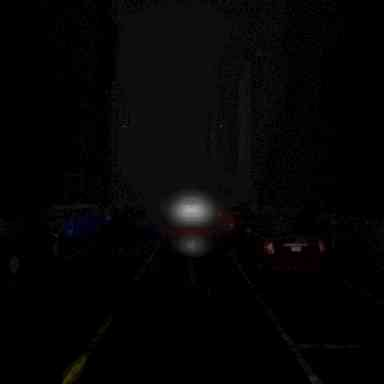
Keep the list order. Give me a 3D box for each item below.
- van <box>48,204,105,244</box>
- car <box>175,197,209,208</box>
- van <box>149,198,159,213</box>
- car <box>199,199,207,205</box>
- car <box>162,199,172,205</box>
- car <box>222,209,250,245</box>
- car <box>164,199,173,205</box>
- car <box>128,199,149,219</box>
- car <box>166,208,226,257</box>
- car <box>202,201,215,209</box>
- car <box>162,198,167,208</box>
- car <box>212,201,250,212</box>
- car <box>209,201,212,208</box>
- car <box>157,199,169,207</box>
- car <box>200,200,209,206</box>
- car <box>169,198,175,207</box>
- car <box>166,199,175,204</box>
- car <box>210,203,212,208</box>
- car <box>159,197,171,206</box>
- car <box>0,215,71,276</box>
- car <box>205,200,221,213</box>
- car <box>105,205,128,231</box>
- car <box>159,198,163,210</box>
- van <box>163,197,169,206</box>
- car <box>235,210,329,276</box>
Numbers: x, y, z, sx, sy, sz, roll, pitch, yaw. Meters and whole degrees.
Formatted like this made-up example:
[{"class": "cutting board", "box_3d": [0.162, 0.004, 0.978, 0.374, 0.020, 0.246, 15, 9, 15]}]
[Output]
[{"class": "van", "box_3d": [-5.773, 1.510, 16.356, 1.690, 1.788, 3.998, 0, -1, 0]}, {"class": "car", "box_3d": [-0.003, 1.510, 27.581, 2.150, 2.045, 5.566, 0, 0, 0]}, {"class": "van", "box_3d": [-5.785, 1.801, 44.538, 1.690, 1.788, 3.998, 0, -1, 0]}, {"class": "car", "box_3d": [2.722, 2.465, 83.999, 1.802, 1.307, 4.206, 0, -1, 0]}, {"class": "car", "box_3d": [-5.800, 2.387, 78.354, 1.947, 1.339, 4.313, 0, -1, 0]}, {"class": "car", "box_3d": [2.753, 1.736, 16.367, 1.947, 1.339, 4.313, 0, -1, 0]}, {"class": "car", "box_3d": [-5.803, 2.448, 83.990, 1.947, 1.339, 4.313, 0, -1, 0]}, {"class": "car", "box_3d": [-5.780, 1.783, 33.264, 1.967, 1.590, 4.097, 0, -1, 0]}, {"class": "car", "box_3d": [0.015, 1.633, 13.502, 2.128, 1.511, 4.902, 0, 0, 0]}, {"class": "car", "box_3d": [2.735, 2.145, 55.819, 1.947, 1.339, 4.313, 0, -1, 0]}, {"class": "car", "box_3d": [-5.790, 2.129, 55.808, 2.008, 1.369, 4.403, 0, -1, 0]}, {"class": "car", "box_3d": [2.750, 1.543, 22.006, 2.192, 1.841, 5.009, 0, -1, 0]}, {"class": "car", "box_3d": [2.745, 1.910, 33.275, 1.947, 1.339, 4.313, 0, -1, 0]}, {"class": "car", "box_3d": [-5.796, 2.140, 67.082, 1.967, 1.590, 4.097, 0, -1, 0]}, {"class": "car", "box_3d": [2.727, 2.343, 72.727, 1.802, 1.307, 4.206, 0, -1, 0]}, {"class": "car", "box_3d": [-3.052, 2.197, 64.541, 1.812, 1.442, 4.674, 0, -1, 1]}, {"class": "car", "box_3d": [-5.806, 2.494, 89.626, 2.008, 1.369, 4.403, 0, -1, 0]}, {"class": "car", "box_3d": [2.748, 1.831, 27.640, 1.887, 1.381, 4.507, 0, -1, 0]}, {"class": "car", "box_3d": [-5.799, 2.075, 72.720, 2.192, 1.841, 5.009, 0, -1, 0]}, {"class": "car", "box_3d": [-5.769, 1.656, 10.718, 1.887, 1.381, 4.507, 0, -1, 0]}, {"class": "car", "box_3d": [2.740, 1.901, 44.548, 1.967, 1.590, 4.097, 0, -1, 0]}, {"class": "car", "box_3d": [-5.775, 1.667, 21.992, 1.967, 1.590, 4.097, 0, -1, 0]}, {"class": "car", "box_3d": [-5.787, 2.042, 50.003, 1.752, 1.417, 4.829, 0, -1, 0]}, {"class": "van", "box_3d": [-5.793, 1.980, 61.447, 1.690, 1.788, 3.998, 0, -1, 0]}, {"class": "car", "box_3d": [2.755, 1.552, 10.732, 1.967, 1.590, 4.097, 0, -1, 0]}]
